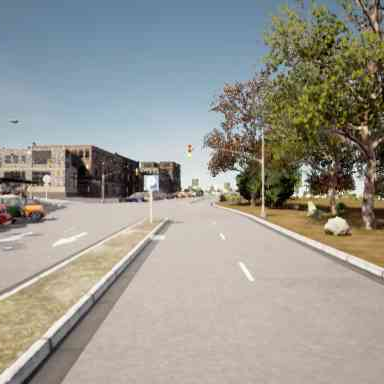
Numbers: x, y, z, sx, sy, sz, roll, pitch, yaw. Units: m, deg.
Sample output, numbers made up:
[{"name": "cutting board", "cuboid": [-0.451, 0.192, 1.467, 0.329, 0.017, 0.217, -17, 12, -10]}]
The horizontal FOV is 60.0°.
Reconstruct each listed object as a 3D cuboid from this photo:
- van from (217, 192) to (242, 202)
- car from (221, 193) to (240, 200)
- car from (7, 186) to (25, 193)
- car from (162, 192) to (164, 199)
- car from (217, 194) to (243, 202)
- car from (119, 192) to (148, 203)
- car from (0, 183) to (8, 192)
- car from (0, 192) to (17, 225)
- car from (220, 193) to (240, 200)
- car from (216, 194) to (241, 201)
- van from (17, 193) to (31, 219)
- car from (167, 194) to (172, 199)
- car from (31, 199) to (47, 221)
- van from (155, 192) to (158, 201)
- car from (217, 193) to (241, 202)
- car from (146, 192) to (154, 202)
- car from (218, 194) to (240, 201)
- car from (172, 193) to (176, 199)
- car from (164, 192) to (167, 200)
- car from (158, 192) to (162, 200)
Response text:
[{"name": "van", "cuboid": [7.268, 1.014, 65.838, 4.442, 1.987, 1.878, 1, 0, -14]}, {"name": "car", "cuboid": [10.337, 1.102, 89.377, 4.553, 1.767, 2.185, 1, 0, -11]}, {"name": "car", "cuboid": [-28.177, 0.093, 54.103, 2.002, 1.452, 4.674, 6, -3, -19]}, {"name": "car", "cuboid": [-9.658, 1.327, 78.189, 4.674, 1.452, 2.002, -1, 0, -13]}, {"name": "car", "cuboid": [8.186, 1.237, 71.801, 5.366, 1.575, 1.946, 1, 0, -13]}, {"name": "car", "cuboid": [-11.459, 1.322, 63.239, 4.792, 1.488, 2.163, -1, 0, -15]}, {"name": "car", "cuboid": [-31.171, -0.470, 54.163, 2.435, 2.045, 5.566, 6, -3, -19]}, {"name": "car", "cuboid": [-13.723, 1.222, 19.418, 5.566, 2.045, 2.435, -1, 0, -20]}, {"name": "car", "cuboid": [9.439, 1.105, 83.507, 4.553, 1.767, 2.185, 1, 0, -12]}, {"name": "car", "cuboid": [8.168, 1.232, 74.652, 5.366, 1.575, 1.946, 1, 0, -13]}, {"name": "van", "cuboid": [-13.607, 1.252, 22.454, 4.442, 1.987, 1.878, -1, 0, -19]}, {"name": "car", "cuboid": [-8.473, 1.328, 87.174, 4.674, 1.452, 2.002, -1, 0, -12]}, {"name": "car", "cuboid": [-13.633, 1.359, 25.432, 4.553, 1.767, 2.185, -1, 0, -19]}, {"name": "van", "cuboid": [-10.257, 1.060, 72.223, 4.442, 1.987, 1.878, -1, 0, -14]}, {"name": "car", "cuboid": [7.651, 1.114, 68.807, 4.553, 1.767, 2.185, 1, 0, -14]}, {"name": "car", "cuboid": [-10.815, 1.280, 66.231, 5.366, 1.575, 1.946, -1, 0, -15]}, {"name": "car", "cuboid": [8.700, 1.275, 77.640, 4.674, 1.452, 2.002, 1, 0, -13]}, {"name": "car", "cuboid": [-8.023, 1.036, 90.180, 5.566, 2.045, 2.435, -1, 0, -12]}, {"name": "car", "cuboid": [-9.287, 1.328, 81.191, 4.674, 1.452, 2.002, -1, 0, -13]}, {"name": "car", "cuboid": [-10.030, 1.289, 75.194, 4.892, 1.521, 2.231, -1, 0, -14]}]
